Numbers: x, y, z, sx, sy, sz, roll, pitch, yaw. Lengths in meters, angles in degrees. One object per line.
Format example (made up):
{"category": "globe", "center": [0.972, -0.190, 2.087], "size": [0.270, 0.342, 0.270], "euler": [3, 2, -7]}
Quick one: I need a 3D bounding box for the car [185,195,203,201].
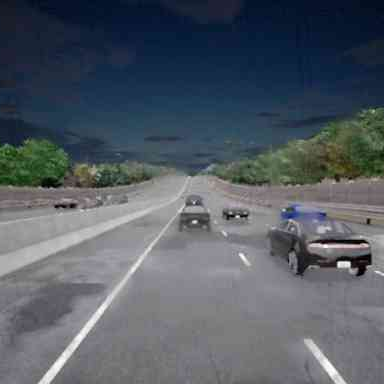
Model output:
{"category": "car", "center": [0.242, 1.432, 42.697], "size": [2.150, 2.045, 5.566], "euler": [0, 0, 0]}

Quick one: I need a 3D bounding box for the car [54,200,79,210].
{"category": "car", "center": [-17.355, 1.807, 46.101], "size": [1.895, 1.301, 4.718], "euler": [0, 0, 0]}

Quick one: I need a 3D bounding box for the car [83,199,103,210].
{"category": "car", "center": [-13.844, 1.751, 46.903], "size": [1.837, 1.490, 4.892], "euler": [0, -1, 0]}

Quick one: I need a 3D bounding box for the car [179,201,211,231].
{"category": "car", "center": [0.169, 1.554, 21.231], "size": [1.882, 1.535, 5.008], "euler": [0, 0, 0]}

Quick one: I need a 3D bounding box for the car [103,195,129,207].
{"category": "car", "center": [-10.343, 1.450, 46.873], "size": [2.150, 2.045, 5.566], "euler": [0, 0, 0]}

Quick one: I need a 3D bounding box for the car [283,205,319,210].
{"category": "car", "center": [7.171, 1.568, 21.920], "size": [1.882, 1.535, 5.008], "euler": [0, 0, 0]}

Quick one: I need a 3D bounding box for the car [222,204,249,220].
{"category": "car", "center": [3.695, 1.726, 29.035], "size": [1.895, 1.301, 4.718], "euler": [0, 0, 0]}

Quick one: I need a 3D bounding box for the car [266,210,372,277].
{"category": "car", "center": [3.631, 1.526, 10.349], "size": [2.128, 1.511, 4.902], "euler": [0, 0, 0]}
